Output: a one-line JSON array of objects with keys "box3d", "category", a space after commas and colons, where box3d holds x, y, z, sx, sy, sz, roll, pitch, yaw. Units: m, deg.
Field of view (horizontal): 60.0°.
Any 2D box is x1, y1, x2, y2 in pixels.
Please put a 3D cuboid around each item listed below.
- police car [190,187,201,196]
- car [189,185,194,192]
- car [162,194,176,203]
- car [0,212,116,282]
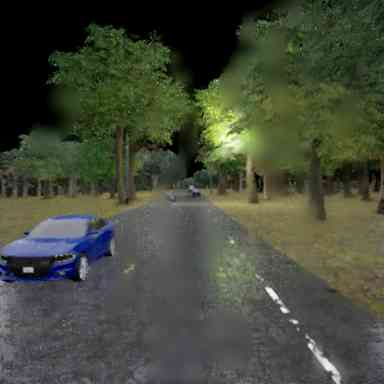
[{"box3d": [1.030, 0.179, 78.578, 1.930, 1.638, 5.238, 0, 1, 0], "category": "police car"}, {"box3d": [1.025, -0.321, 94.434, 2.097, 1.767, 4.553, 0, 2, 0], "category": "car"}, {"box3d": [-3.574, 0.946, 52.678, 1.994, 1.385, 4.181, 0, 1, 0], "category": "car"}, {"box3d": [-3.602, 1.427, 9.809, 1.882, 1.535, 5.008, 0, 0, 0], "category": "car"}]
